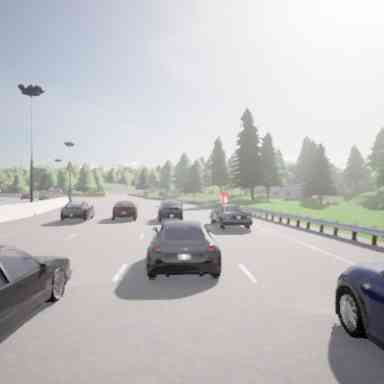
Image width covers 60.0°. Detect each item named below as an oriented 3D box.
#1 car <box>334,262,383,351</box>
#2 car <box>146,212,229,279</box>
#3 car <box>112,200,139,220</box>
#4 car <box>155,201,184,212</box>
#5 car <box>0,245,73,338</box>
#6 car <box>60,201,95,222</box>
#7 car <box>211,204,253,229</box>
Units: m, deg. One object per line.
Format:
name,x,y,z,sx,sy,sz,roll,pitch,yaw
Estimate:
car,3.446,1.332,3.719,2.097,1.767,4.553,0,0,-1
car,-0.279,1.536,10.053,1.994,1.385,4.181,0,0,-3
car,-5.433,1.413,27.341,1.882,1.535,5.008,0,0,-8
car,-1.735,1.436,26.040,1.837,1.490,4.892,0,0,-7
car,-3.564,1.542,5.117,2.033,1.411,5.357,0,0,-1
car,-8.732,1.440,25.628,2.128,1.511,4.902,0,0,-7
car,2.372,1.482,21.104,2.033,1.411,5.357,0,0,-6
